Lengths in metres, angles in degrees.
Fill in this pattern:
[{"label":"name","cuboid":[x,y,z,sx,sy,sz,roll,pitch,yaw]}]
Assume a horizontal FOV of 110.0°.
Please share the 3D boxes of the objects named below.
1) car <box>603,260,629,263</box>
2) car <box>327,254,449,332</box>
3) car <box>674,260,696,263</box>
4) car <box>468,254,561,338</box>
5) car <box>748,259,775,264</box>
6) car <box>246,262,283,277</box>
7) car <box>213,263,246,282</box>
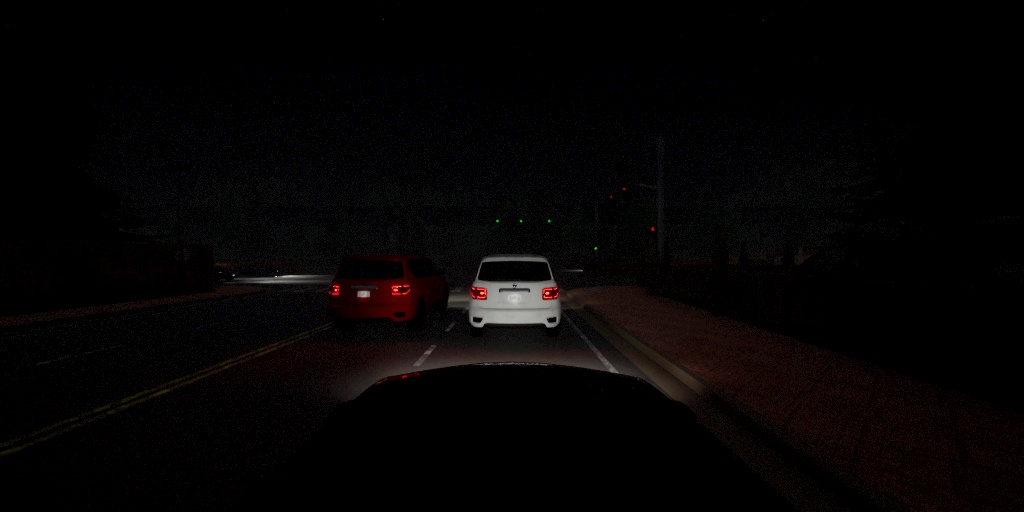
[{"label":"car","cuboid":[13.588,1.249,49.026,4.892,1.490,1.837,0,0,0]},{"label":"car","cuboid":[-3.419,0.970,10.974,2.150,2.045,5.566,0,0,0]},{"label":"car","cuboid":[23.356,1.291,48.966,5.357,1.411,2.033,0,0,0]},{"label":"car","cuboid":[0.080,0.970,10.292,2.150,2.045,5.566,0,0,1]},{"label":"car","cuboid":[33.203,1.215,48.927,4.892,1.490,1.837,-1,0,0]},{"label":"car","cuboid":[-24.936,1.310,35.088,4.181,1.385,1.994,0,0,0]},{"label":"car","cuboid":[-24.218,1.238,28.070,4.902,1.511,2.128,0,0,1]}]
